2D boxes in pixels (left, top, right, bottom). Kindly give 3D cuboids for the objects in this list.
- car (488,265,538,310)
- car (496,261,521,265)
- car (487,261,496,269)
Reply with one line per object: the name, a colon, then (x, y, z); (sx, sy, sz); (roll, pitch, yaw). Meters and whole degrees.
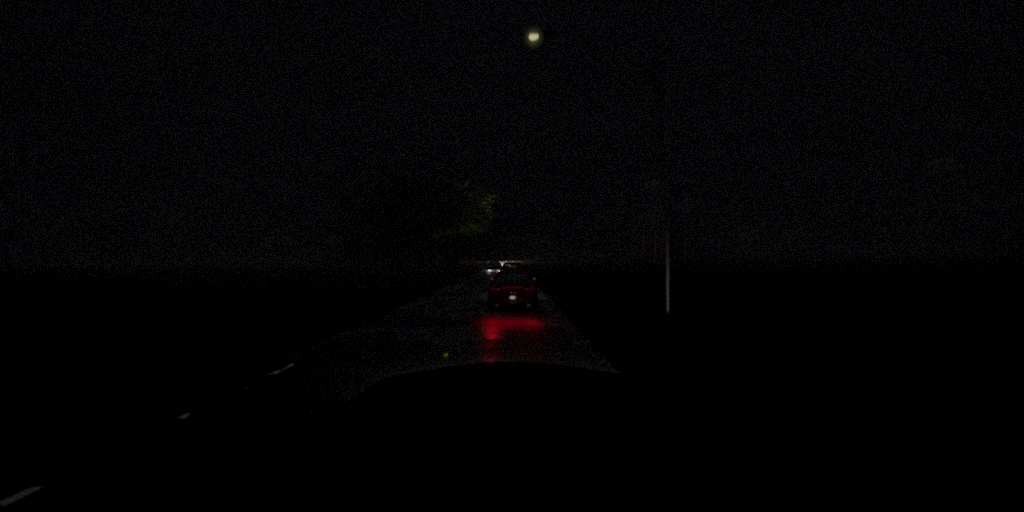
car: (0.050, 1.339, 15.356); (1.882, 1.535, 5.008); (0, 0, 0)
car: (0.037, 1.279, 29.081); (2.097, 1.767, 4.553); (0, 0, 1)
car: (-2.821, 1.466, 58.540); (1.812, 1.442, 4.674); (0, 0, 0)
